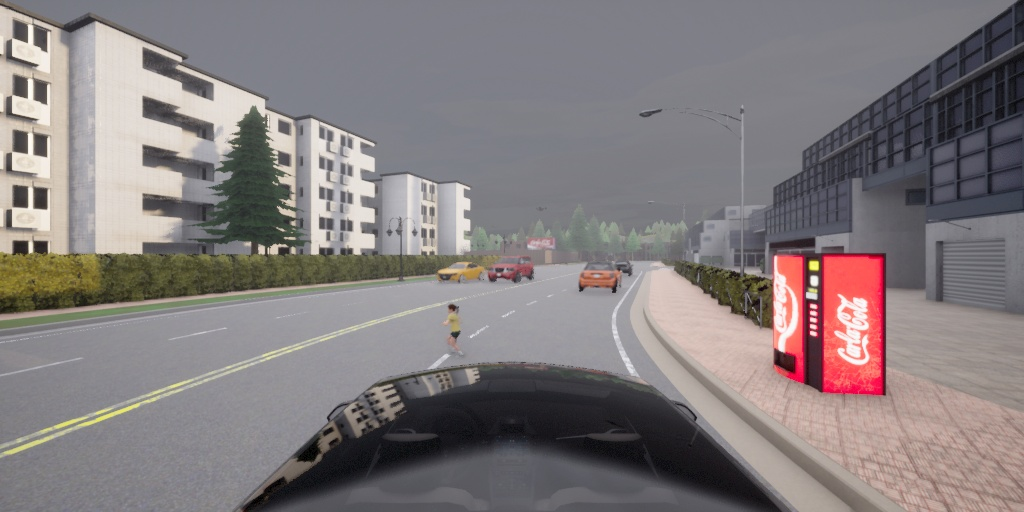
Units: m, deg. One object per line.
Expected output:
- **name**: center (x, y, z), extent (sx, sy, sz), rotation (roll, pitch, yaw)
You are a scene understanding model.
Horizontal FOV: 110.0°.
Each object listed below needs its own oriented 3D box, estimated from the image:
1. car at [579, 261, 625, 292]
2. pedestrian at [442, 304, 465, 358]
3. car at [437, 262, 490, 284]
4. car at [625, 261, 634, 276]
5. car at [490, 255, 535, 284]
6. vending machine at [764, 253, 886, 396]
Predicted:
- **car**: center (5.379, 1.105, 21.516), extent (2.097, 1.767, 4.553), rotation (0, 0, 21)
- **pedestrian**: center (-1.109, 1.424, 7.067), extent (0.500, 1.100, 0.500), rotation (0, 0, 9)
- **car**: center (-3.827, 1.231, 27.521), extent (1.882, 1.535, 5.008), rotation (0, 0, 22)
- **car**: center (11.596, 1.259, 37.469), extent (1.837, 1.490, 4.892), rotation (0, 0, 21)
- **car**: center (0.073, 0.975, 27.871), extent (2.150, 2.045, 5.566), rotation (0, 0, 22)
- **vending machine**: center (4.621, 0.946, 5.324), extent (1.100, 2.100, 0.880), rotation (0, 0, 8)
